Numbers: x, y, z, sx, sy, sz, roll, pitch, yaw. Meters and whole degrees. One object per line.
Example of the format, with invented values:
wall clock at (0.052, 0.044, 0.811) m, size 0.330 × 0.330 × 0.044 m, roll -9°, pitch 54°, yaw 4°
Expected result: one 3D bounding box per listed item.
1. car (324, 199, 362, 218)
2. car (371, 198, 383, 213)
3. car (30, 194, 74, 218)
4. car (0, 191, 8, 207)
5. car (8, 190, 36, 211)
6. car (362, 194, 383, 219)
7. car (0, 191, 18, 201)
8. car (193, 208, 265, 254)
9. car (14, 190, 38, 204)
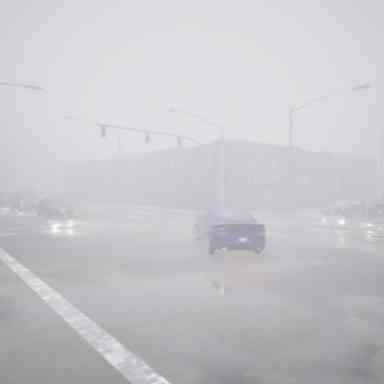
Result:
car at (12.969, 1.326, 27.870) m, size 4.674 × 1.442 × 1.812 m, roll 0°, pitch 1°, yaw -38°
car at (19.915, 1.339, 33.360) m, size 4.181 × 1.385 × 1.994 m, roll 0°, pitch 1°, yaw -38°
car at (-11.015, 1.218, 26.571) m, size 2.128 × 1.511 × 4.902 m, roll 0°, pitch 1°, yaw -38°
car at (-23.428, 1.038, 42.186) m, size 2.128 × 1.511 × 4.902 m, roll 0°, pitch 1°, yaw -38°
car at (-17.012, 0.991, 34.107) m, size 2.097 × 1.767 × 4.553 m, roll 0°, pitch 1°, yaw -38°
car at (15.682, 1.052, 25.558) m, size 5.566 × 2.045 × 2.150 m, roll 0°, pitch 1°, yaw -38°
car at (-33.200, 0.706, 60.238) m, size 2.097 × 1.767 × 4.553 m, roll 0°, pitch 1°, yaw -39°
car at (1.288, 1.365, 13.140) m, size 1.882 × 1.535 × 5.008 m, roll 1°, pitch 0°, yaw -8°
car at (-25.071, 0.690, 50.172) m, size 2.150 × 2.045 × 5.566 m, roll 0°, pitch 0°, yaw -39°
